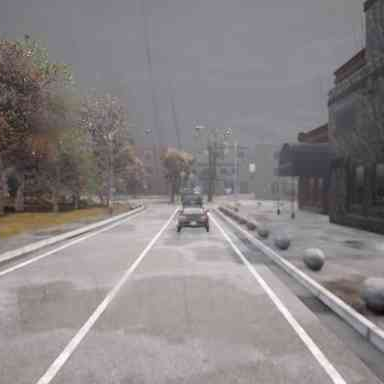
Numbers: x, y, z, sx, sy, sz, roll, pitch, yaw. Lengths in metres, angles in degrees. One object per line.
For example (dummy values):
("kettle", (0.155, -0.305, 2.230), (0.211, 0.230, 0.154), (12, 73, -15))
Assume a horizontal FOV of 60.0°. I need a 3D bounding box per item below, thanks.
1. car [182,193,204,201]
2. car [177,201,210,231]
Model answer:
("car", (0.107, 1.164, 35.667), (2.150, 2.045, 5.566), (0, 1, 1))
("car", (0.084, 1.525, 20.288), (1.812, 1.442, 4.674), (0, 0, 0))
